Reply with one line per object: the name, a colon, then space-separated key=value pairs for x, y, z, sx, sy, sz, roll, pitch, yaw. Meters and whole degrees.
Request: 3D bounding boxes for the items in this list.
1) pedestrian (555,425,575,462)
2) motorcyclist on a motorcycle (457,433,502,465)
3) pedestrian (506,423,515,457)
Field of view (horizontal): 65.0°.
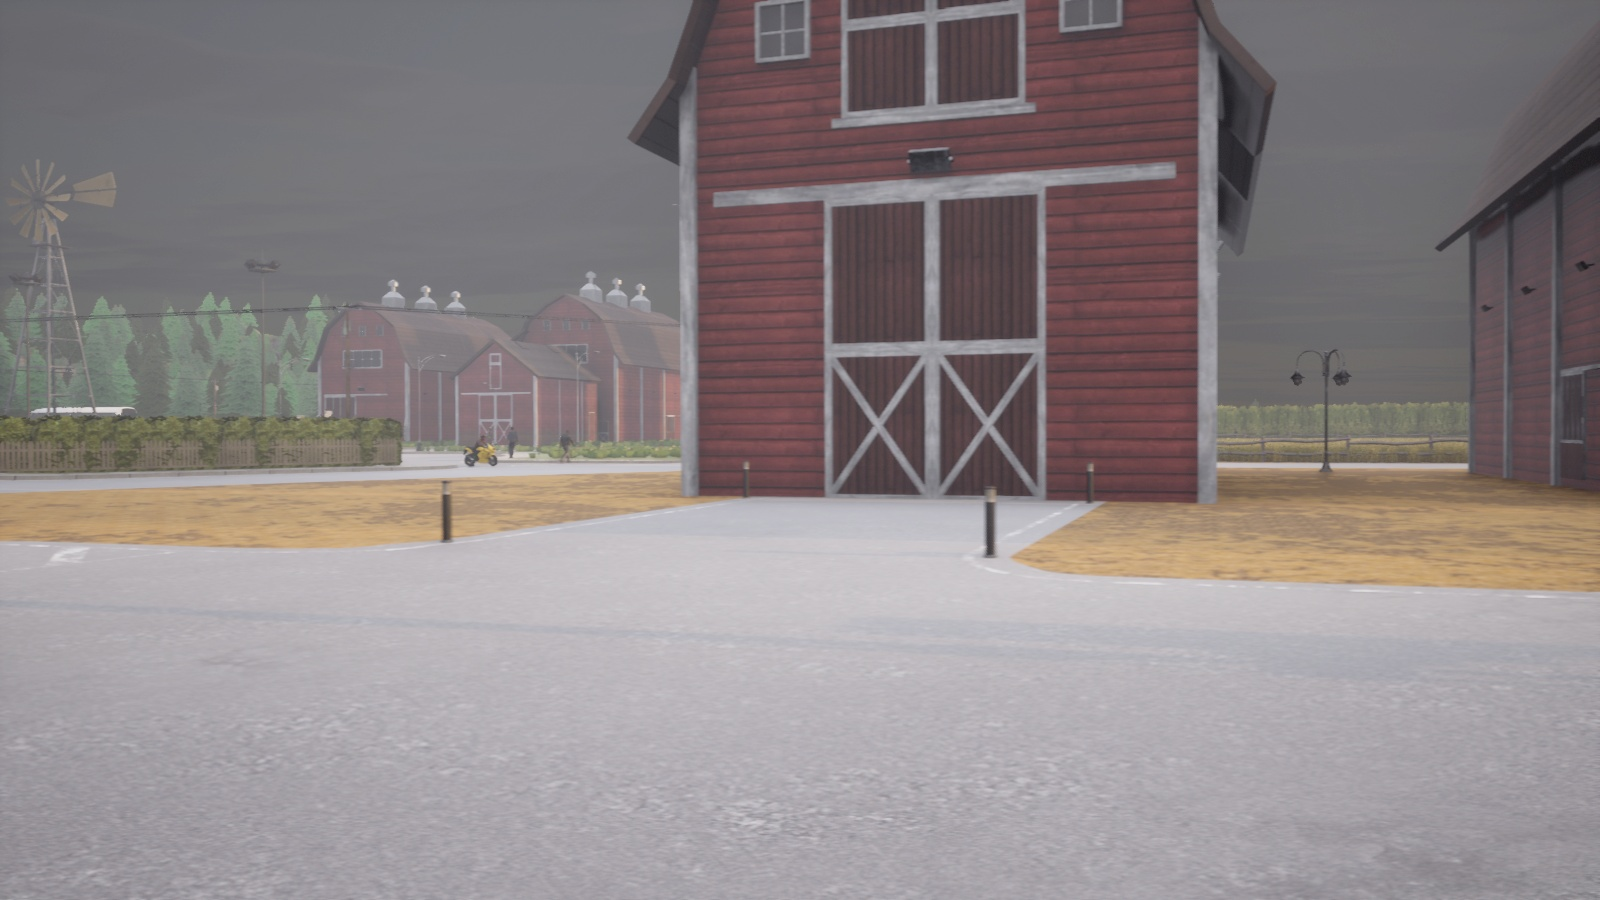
pedestrian: x=-12.000 y=-0.321 z=64.186 sx=0.563 sy=1.883 sz=0.849 roll=1 pitch=1 yaw=31
motorcyclist on a motorcycle: x=-15.310 y=-0.072 z=60.072 sx=2.044 sy=1.523 sz=0.797 roll=1 pitch=1 yaw=25
pedestrian: x=-16.417 y=-0.581 z=71.250 sx=0.423 sy=1.949 sz=0.788 roll=0 pitch=1 yaw=-16
